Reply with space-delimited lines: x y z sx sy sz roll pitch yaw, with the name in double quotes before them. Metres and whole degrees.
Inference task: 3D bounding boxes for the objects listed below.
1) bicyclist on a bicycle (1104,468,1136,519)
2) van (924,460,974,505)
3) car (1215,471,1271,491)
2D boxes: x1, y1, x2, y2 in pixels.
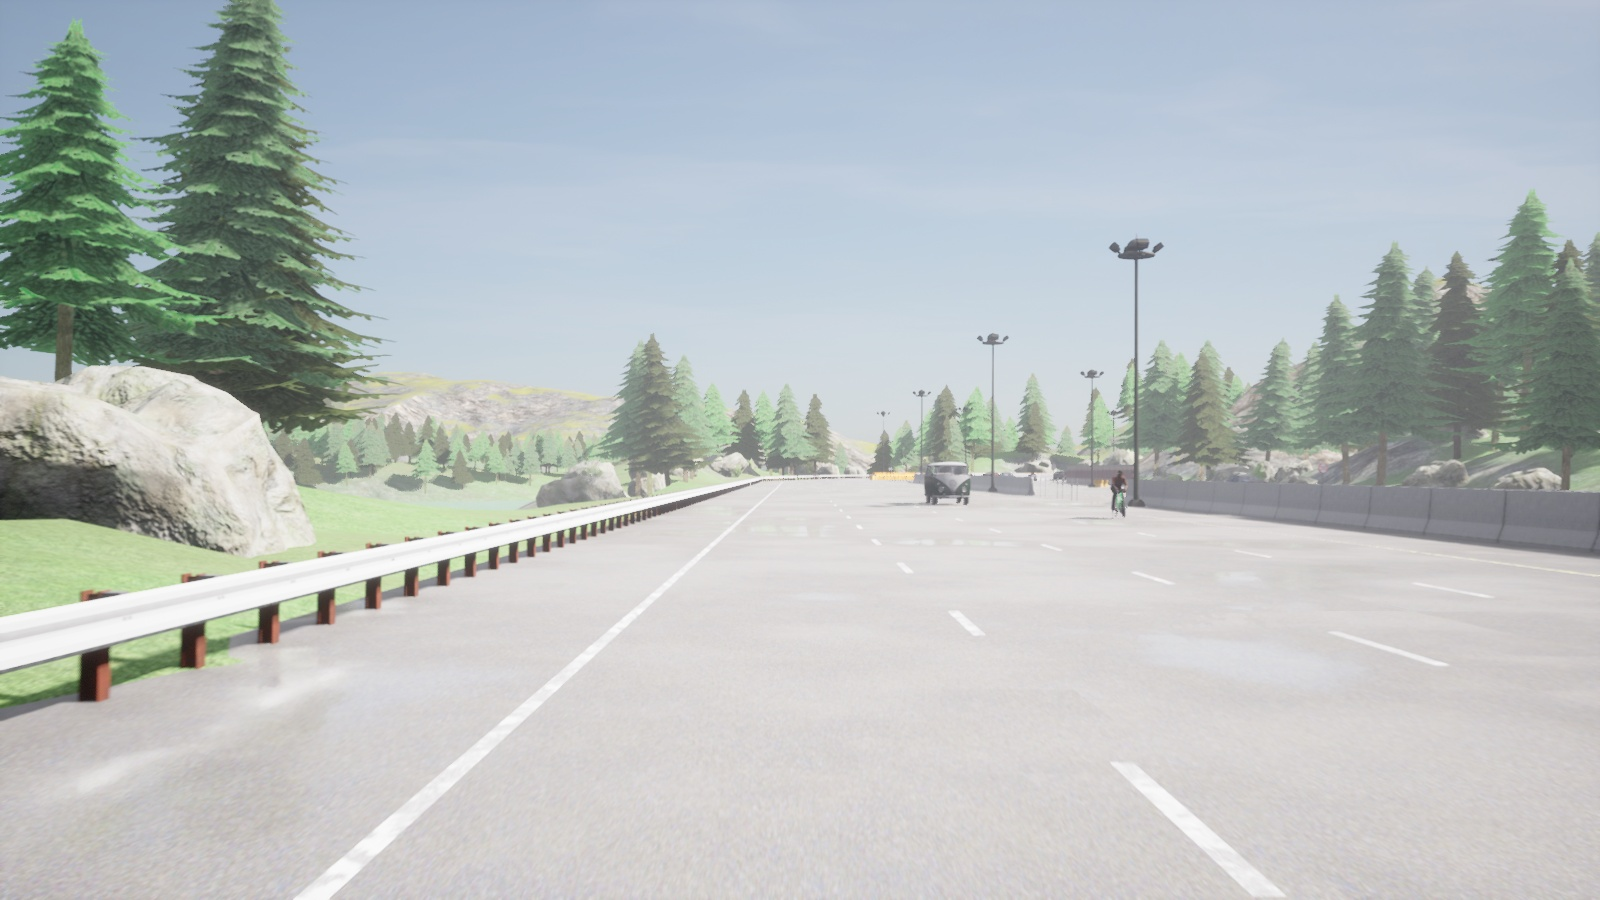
"bicyclist on a bicycle" 10.399 1.388 40.862 0.582 1.620 1.656 0 0 0
"van" 6.856 1.485 58.279 1.775 1.987 4.442 0 -1 0
"car" 31.283 2.176 88.768 2.033 1.411 5.357 0 -1 0
